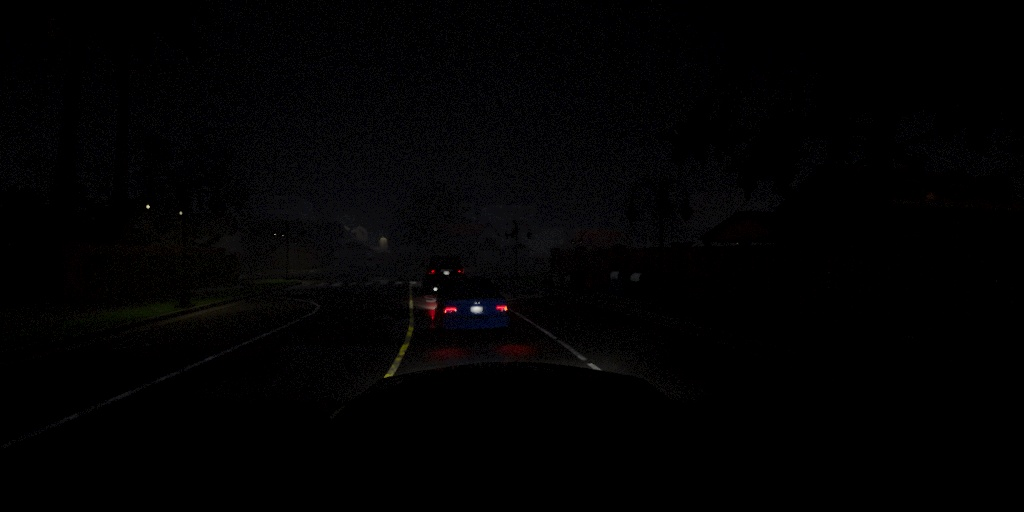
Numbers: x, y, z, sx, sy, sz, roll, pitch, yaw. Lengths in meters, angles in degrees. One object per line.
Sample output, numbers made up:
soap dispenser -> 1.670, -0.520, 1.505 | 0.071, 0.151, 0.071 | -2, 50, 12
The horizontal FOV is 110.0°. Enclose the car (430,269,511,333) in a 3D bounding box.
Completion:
car -> -1.357, 1.299, 10.866 | 2.033, 1.411, 5.357 | 0, 0, -12

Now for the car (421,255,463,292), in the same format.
car -> -4.198, 0.980, 21.593 | 2.150, 2.045, 5.566 | 0, 0, -16
